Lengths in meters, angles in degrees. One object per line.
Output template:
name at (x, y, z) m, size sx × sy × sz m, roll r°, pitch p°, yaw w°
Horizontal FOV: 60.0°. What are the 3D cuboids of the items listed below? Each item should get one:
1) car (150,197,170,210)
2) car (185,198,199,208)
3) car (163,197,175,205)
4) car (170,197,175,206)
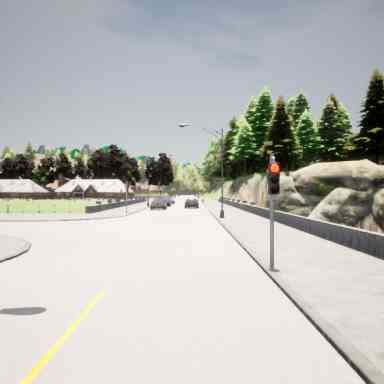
car at (-4.214, 1.526, 42.633) m, size 1.812 × 1.442 × 4.674 m, roll 0°, pitch 0°, yaw -1°
car at (-0.049, 1.564, 48.345) m, size 1.994 × 1.385 × 4.181 m, roll 0°, pitch 0°, yaw 0°
car at (-4.225, 1.601, 62.154) m, size 1.895 × 1.301 × 4.718 m, roll 0°, pitch 0°, yaw 0°
car at (-4.233, 1.547, 52.341) m, size 2.033 × 1.411 × 5.357 m, roll 0°, pitch 0°, yaw -1°
